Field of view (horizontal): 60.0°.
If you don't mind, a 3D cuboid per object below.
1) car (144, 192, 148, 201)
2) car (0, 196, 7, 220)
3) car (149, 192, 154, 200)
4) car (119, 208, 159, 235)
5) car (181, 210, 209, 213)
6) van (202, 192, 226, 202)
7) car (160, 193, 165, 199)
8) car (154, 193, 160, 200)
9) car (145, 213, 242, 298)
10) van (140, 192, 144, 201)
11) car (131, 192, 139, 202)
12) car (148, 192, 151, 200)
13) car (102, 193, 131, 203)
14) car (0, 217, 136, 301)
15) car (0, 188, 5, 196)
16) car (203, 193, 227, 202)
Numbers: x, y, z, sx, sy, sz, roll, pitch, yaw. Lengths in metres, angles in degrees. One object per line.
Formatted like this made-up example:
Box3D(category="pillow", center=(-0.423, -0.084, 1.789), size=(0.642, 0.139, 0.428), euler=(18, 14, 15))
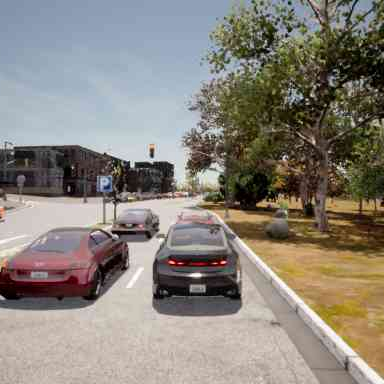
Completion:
Box3D(category="car", center=(-13.027, 1.322, 74.759), size=(4.892, 1.521, 2.231), euler=(-1, 0, -14))
Box3D(category="car", center=(-16.632, 1.404, 24.997), size=(4.553, 1.767, 2.185), euler=(-1, 0, -19))
Box3D(category="car", center=(-12.284, 1.359, 80.756), size=(4.674, 1.452, 2.002), euler=(-1, 0, -13))
Box3D(category="car", center=(-2.848, 1.572, 17.654), size=(2.033, 1.411, 5.357), euler=(0, 0, 1))
Box3D(category="car", center=(0.155, 1.625, 17.749), size=(1.895, 1.301, 4.718), euler=(0, 0, 0))
Box3D(category="van", center=(4.270, 1.043, 65.402), size=(4.442, 1.987, 1.878), euler=(1, 0, -14))
Box3D(category="car", center=(-11.020, 1.065, 89.745), size=(5.566, 2.045, 2.435), euler=(-1, 0, -12))
Box3D(category="car", center=(-11.470, 1.358, 86.739), size=(4.674, 1.452, 2.002), euler=(-1, 0, -12))
Box3D(category="car", center=(0.107, 1.515, 8.481), size=(1.837, 1.490, 4.892), euler=(0, 0, 0))
Box3D(category="van", center=(-13.255, 1.093, 71.788), size=(4.442, 1.987, 1.878), euler=(-1, 0, -14))
Box3D(category="car", center=(-13.812, 1.316, 65.796), size=(5.366, 1.575, 1.946), euler=(-1, 0, -15))
Box3D(category="car", center=(-12.655, 1.360, 77.755), size=(4.674, 1.452, 2.002), euler=(-1, 0, -13))
Box3D(category="car", center=(-14.457, 1.359, 62.804), size=(4.792, 1.488, 2.163), euler=(-1, 0, -15))
Box3D(category="car", center=(-2.903, 1.574, 8.434), size=(1.994, 1.385, 4.181), euler=(0, 0, 1))
Box3D(category="car", center=(-31.175, 0.137, 53.669), size=(2.002, 1.452, 4.674), euler=(6, -3, -19))
Box3D(category="car", center=(4.653, 1.142, 68.372), size=(4.553, 1.767, 2.185), euler=(1, 0, -14))
